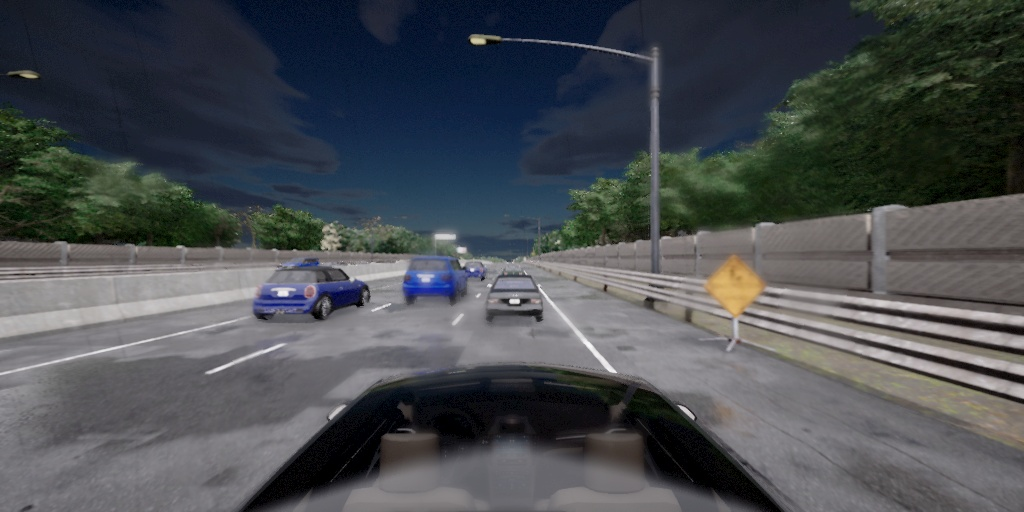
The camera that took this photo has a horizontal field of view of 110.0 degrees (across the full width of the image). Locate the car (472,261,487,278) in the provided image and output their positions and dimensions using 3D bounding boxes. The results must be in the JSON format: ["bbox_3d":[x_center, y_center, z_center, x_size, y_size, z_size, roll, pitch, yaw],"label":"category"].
[{"bbox_3d":[-3.398,1.268,32.896,2.097,1.767,4.553,0,0,0],"label":"car"}]

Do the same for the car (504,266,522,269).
[{"bbox_3d":[0.101,1.510,31.416,1.895,1.301,4.718,0,0,0],"label":"car"}]

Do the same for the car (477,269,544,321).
[{"bbox_3d":[0.087,1.357,12.789,2.033,1.411,5.357,0,0,0],"label":"car"}]

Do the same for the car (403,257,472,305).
[{"bbox_3d":[-3.401,1.053,16.864,2.150,2.045,5.566,0,0,0],"label":"car"}]

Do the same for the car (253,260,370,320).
[{"bbox_3d":[-6.916,1.162,12.979,2.097,1.767,4.553,0,0,0],"label":"car"}]

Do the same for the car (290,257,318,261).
[{"bbox_3d":[-24.577,1.184,41.846,2.150,2.045,5.566,0,0,0],"label":"car"}]

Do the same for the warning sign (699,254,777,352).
[{"bbox_3d":[4.552,0.896,7.310,1.300,1.860,1.060,0,0,0],"label":"warning sign"}]
